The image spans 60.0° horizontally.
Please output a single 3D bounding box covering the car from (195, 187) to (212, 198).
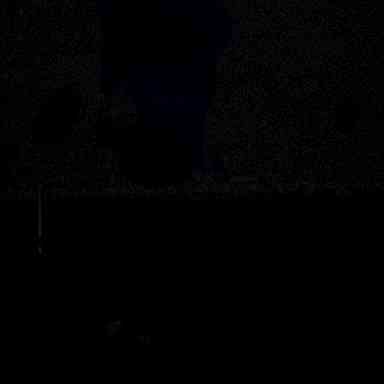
[{"bbox_3d":[1.697,0.088,63.803,2.150,2.045,5.566,-1,1,35],"label":"car"}]

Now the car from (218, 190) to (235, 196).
[{"bbox_3d":[6.934,0.237,66.440,1.812,1.442,4.674,-1,1,35],"label":"car"}]

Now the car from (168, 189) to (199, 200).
[{"bbox_3d":[-1.652,0.628,54.283,2.033,1.411,5.357,-1,1,35],"label":"car"}]
